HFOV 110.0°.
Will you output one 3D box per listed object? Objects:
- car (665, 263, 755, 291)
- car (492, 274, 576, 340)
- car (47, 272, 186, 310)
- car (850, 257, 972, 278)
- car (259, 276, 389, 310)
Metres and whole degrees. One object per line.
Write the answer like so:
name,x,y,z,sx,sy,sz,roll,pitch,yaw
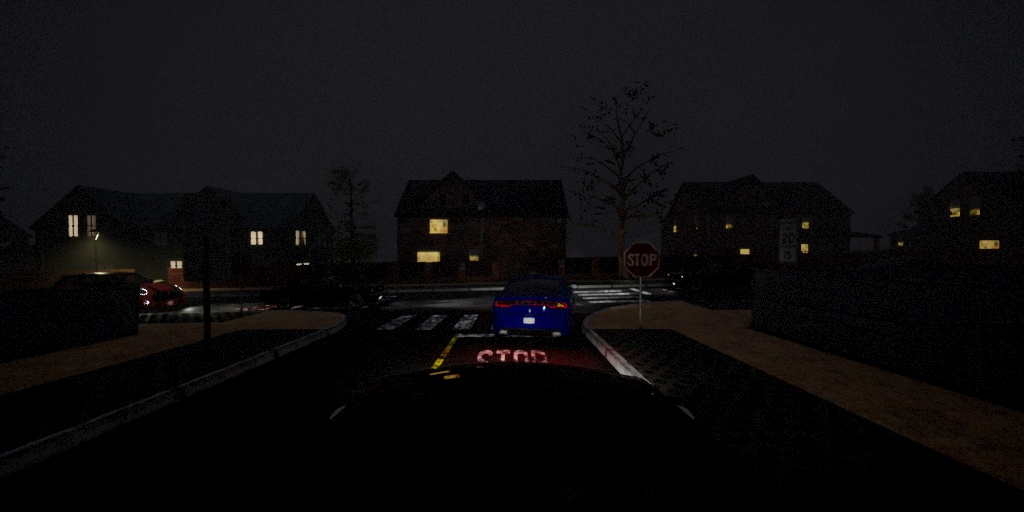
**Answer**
car,10.401,1.034,18.216,4.718,1.301,1.895,-1,1,-1
car,0.782,1.226,10.075,1.882,1.535,5.008,0,0,10
car,-16.806,1.472,15.265,4.553,1.767,2.097,-1,1,0
car,20.047,0.753,18.257,5.357,1.411,2.033,-1,1,0
car,-7.819,1.506,15.278,4.718,1.301,1.895,-1,1,0
